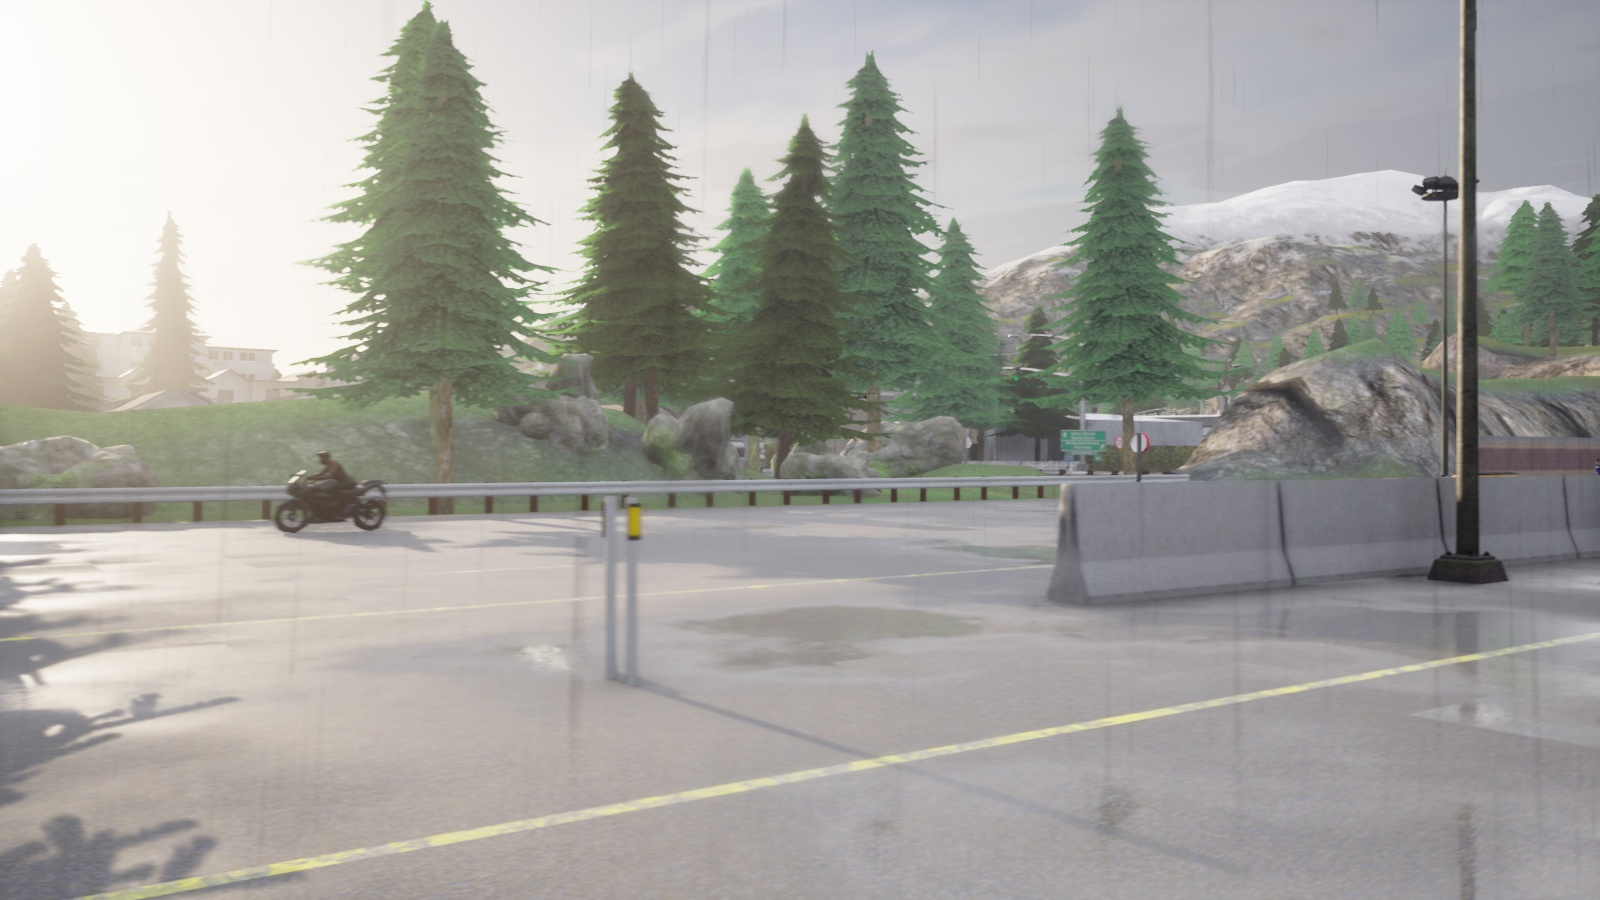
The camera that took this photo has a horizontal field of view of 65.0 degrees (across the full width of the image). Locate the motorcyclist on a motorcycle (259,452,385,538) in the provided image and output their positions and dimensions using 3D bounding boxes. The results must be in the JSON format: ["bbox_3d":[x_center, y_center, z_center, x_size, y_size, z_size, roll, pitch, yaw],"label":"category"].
[{"bbox_3d":[-8.794,0.802,23.125,2.044,1.523,0.797,0,0,-35],"label":"motorcyclist on a motorcycle"}]

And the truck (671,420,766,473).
[{"bbox_3d":[-5.749,-0.190,86.912,2.891,3.462,7.936,0,-1,-35],"label":"truck"}]
